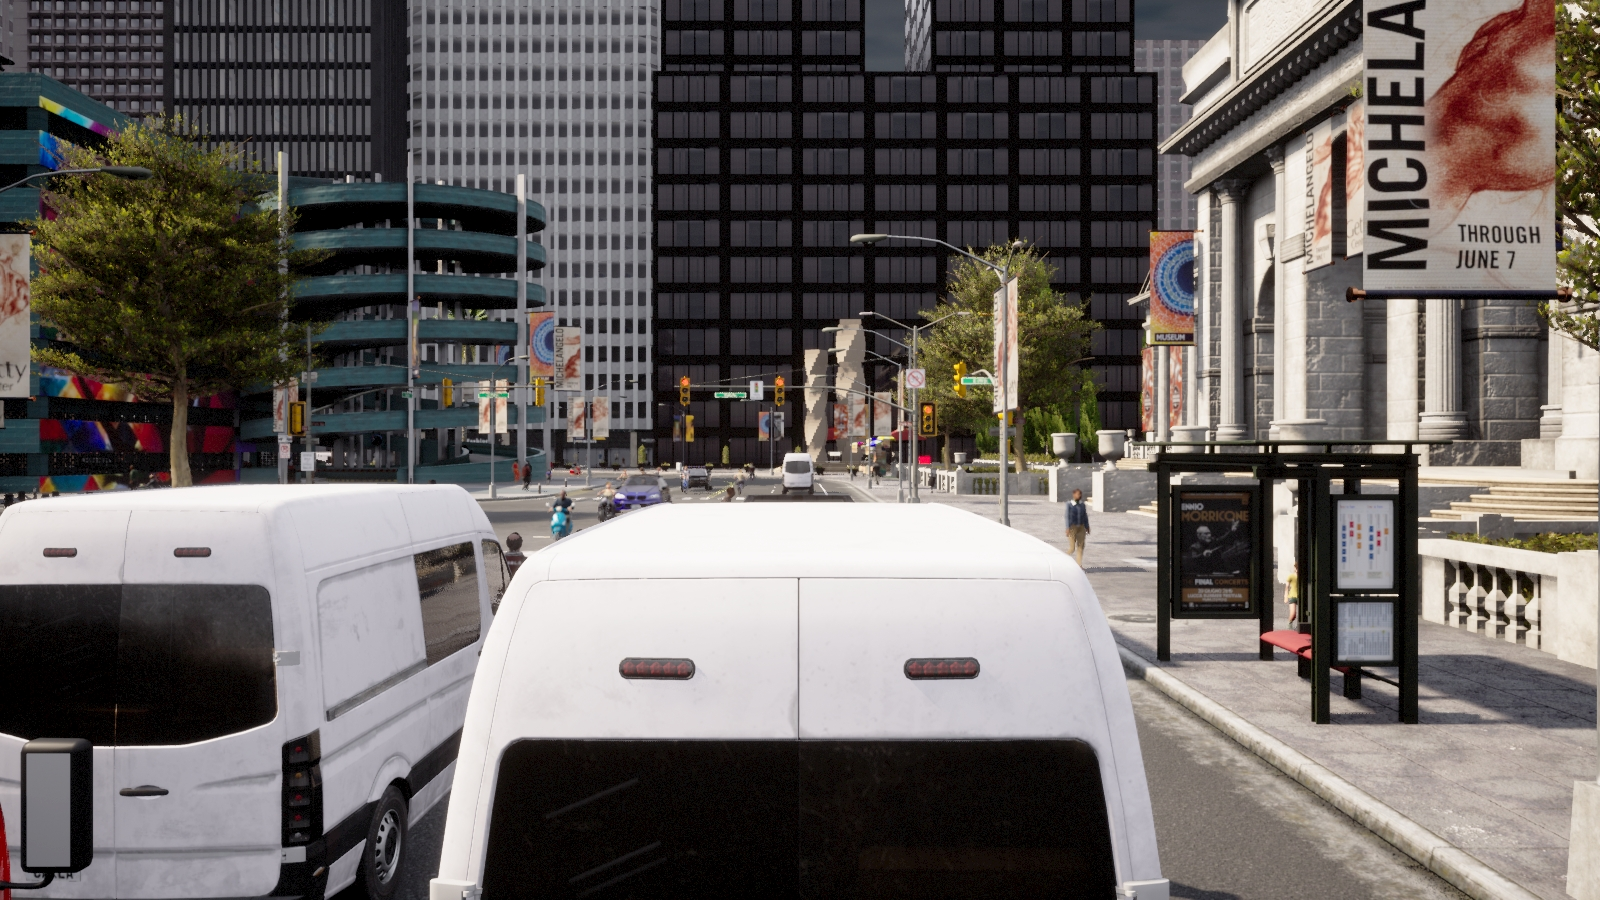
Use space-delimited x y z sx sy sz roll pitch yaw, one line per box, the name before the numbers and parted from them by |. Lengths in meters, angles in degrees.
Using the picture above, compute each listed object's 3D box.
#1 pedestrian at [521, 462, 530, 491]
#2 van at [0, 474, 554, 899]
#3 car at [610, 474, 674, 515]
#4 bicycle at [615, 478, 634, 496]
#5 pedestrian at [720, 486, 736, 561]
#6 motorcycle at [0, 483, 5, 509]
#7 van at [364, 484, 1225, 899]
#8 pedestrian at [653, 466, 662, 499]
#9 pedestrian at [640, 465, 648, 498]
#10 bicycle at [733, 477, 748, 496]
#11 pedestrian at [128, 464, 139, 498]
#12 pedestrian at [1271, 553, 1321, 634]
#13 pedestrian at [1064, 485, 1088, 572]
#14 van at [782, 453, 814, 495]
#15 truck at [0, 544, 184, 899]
pedestrian | -17.325 1.670 72.129 0.375 1.860 0.375 0 0 18
van | -3.517 1.531 8.781 1.988 2.561 5.915 0 0 0
car | -7.052 1.948 51.457 2.242 1.667 4.611 0 0 0
bicycle | -10.637 2.230 69.318 0.859 1.080 1.487 0 0 1
pedestrian | -1.803 1.838 28.698 0.375 1.860 0.375 0 0 -1
motorcycle | -38.890 2.184 53.839 2.209 1.251 0.867 0 0 0
van | -0.014 1.532 5.596 1.988 2.561 5.915 0 0 0
pedestrian | -8.110 1.824 64.988 0.375 1.860 0.375 0 0 16
pedestrian | -9.036 1.824 66.144 0.375 1.860 0.375 0 0 -22
bicycle | -3.642 2.230 69.880 0.859 1.080 1.487 0 0 1
pedestrian | -36.144 1.673 61.948 0.375 1.860 0.375 0 0 13
pedestrian | 7.172 2.069 16.529 0.500 1.100 0.500 0 0 -1
pedestrian | 5.958 1.687 24.642 0.375 1.860 0.375 0 0 -13
van | -0.125 1.506 74.353 1.988 2.561 5.915 0 0 0
truck | -3.506 1.567 1.456 2.627 2.467 5.204 0 0 0
